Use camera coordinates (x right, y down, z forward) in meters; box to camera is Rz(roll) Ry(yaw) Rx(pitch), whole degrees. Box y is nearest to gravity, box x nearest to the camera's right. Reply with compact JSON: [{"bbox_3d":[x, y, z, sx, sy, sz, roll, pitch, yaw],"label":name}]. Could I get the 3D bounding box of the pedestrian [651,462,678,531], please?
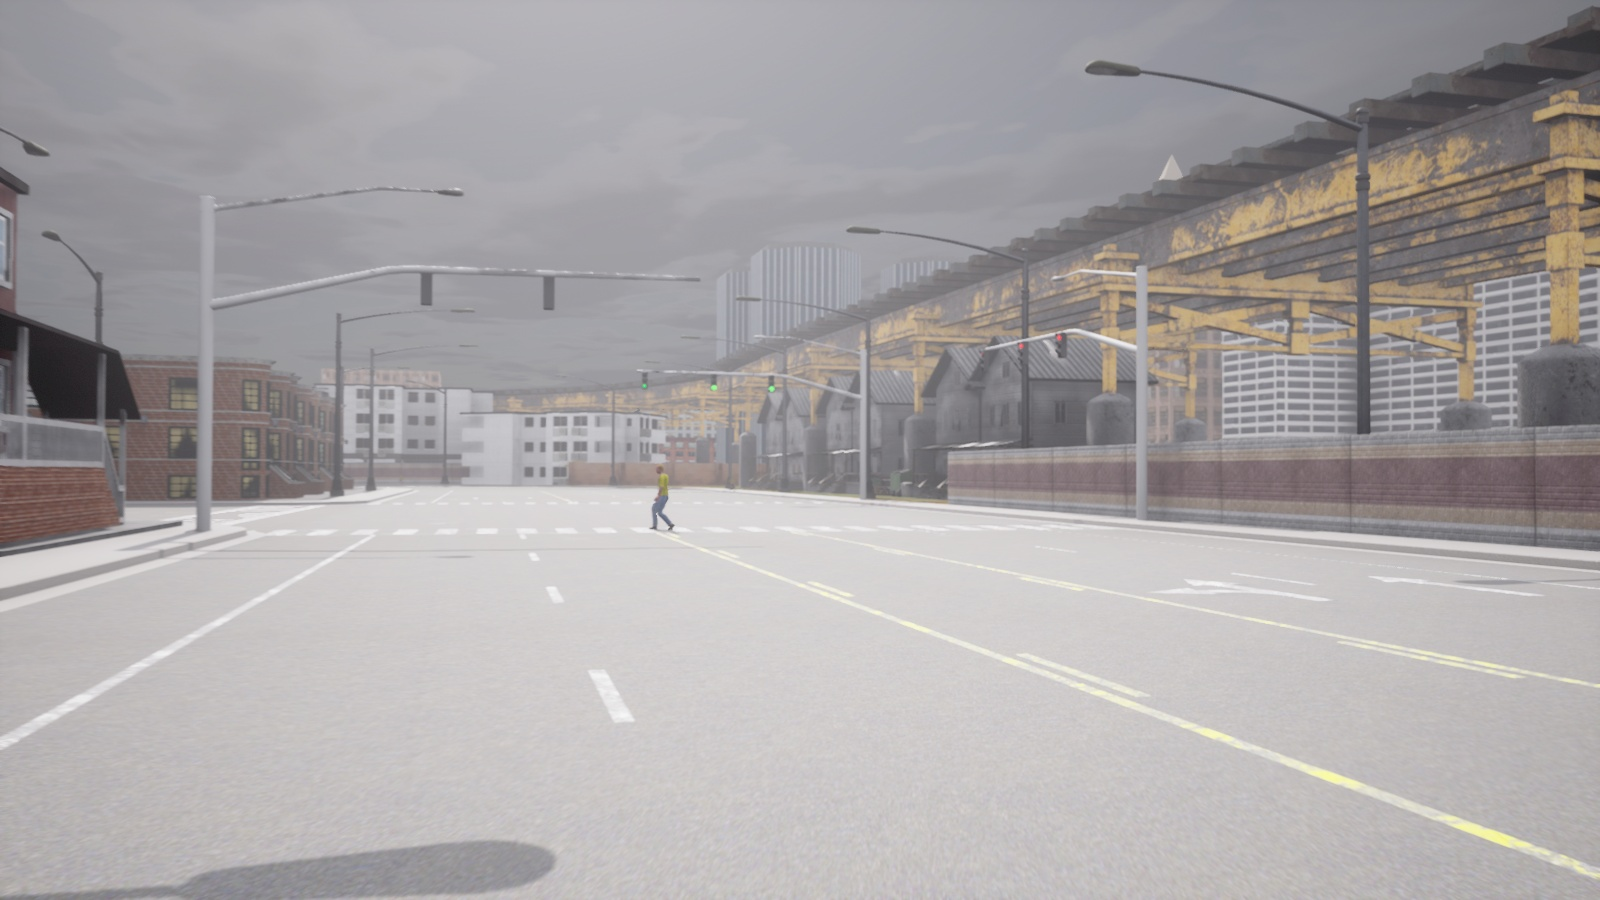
[{"bbox_3d":[-3.607,1.235,33.457,0.706,1.836,0.354,0,-1,-6],"label":"pedestrian"}]
